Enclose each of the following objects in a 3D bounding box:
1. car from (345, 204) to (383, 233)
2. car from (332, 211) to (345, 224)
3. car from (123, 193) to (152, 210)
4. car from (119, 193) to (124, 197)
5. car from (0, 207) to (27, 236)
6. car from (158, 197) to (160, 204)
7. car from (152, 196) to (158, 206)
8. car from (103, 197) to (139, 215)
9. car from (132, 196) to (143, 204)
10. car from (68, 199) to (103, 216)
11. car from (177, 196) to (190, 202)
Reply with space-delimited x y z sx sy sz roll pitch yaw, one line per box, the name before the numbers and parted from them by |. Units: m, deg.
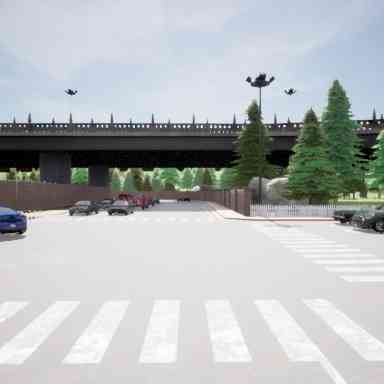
car | 11.481 1.297 18.671 4.553 1.767 2.097 0 0 2
car | 11.985 1.545 22.179 4.718 1.301 1.895 0 0 2
car | -7.045 1.221 43.734 2.150 2.045 5.566 0 0 0
car | -10.577 1.222 52.511 2.150 2.045 5.566 0 0 0
car | -10.582 1.465 17.148 5.008 1.535 1.882 0 -1 33
car | -7.197 1.547 64.403 2.033 1.411 5.357 0 0 -3
car | -7.046 1.564 53.742 1.994 1.385 4.181 0 0 0
car | -7.043 1.547 33.560 2.033 1.411 5.357 0 0 0
car | -10.896 1.564 67.074 1.994 1.385 4.181 0 0 -6
car | -10.571 1.526 32.907 1.812 1.442 4.674 0 0 0
car | -1.908 1.553 75.198 1.994 1.385 4.181 0 0 -19
